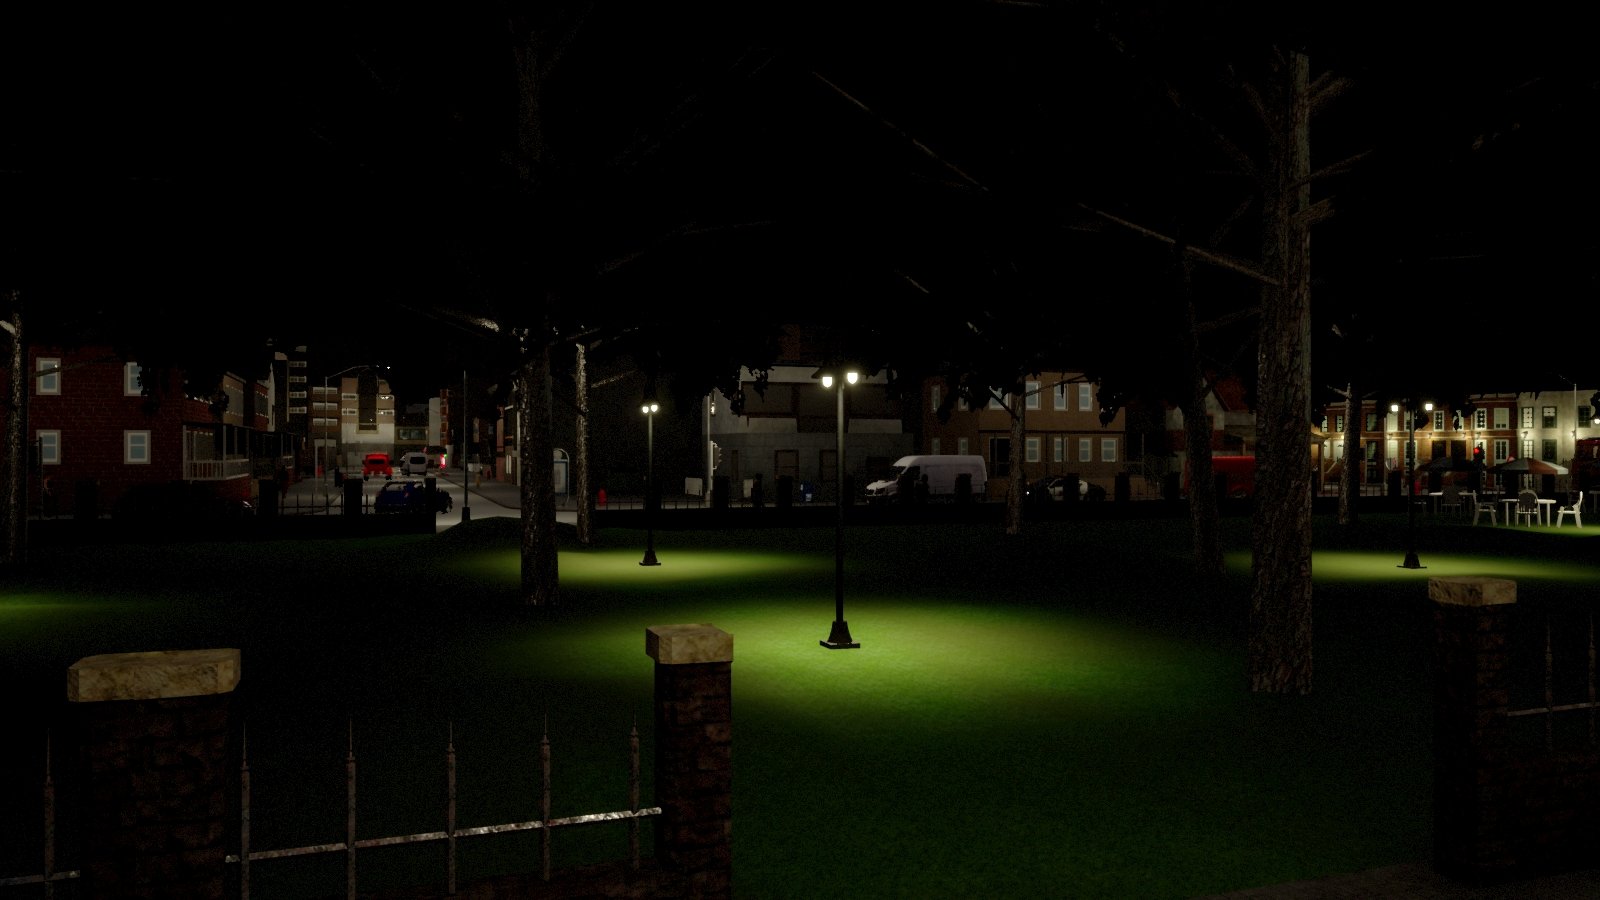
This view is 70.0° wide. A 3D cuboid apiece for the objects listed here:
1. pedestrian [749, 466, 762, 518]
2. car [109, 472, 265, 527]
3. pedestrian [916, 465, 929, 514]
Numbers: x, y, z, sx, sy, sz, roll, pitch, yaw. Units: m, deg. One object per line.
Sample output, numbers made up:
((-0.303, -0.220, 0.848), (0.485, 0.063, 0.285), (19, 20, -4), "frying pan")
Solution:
((-1.615, 1.525, 41.528), (0.375, 1.860, 0.375), (0, 0, -20), "pedestrian")
((-21.336, 1.686, 39.968), (4.553, 1.767, 2.097), (0, 0, -20), "car")
((4.691, 1.525, 43.843), (0.375, 1.860, 0.375), (0, 0, -18), "pedestrian")
